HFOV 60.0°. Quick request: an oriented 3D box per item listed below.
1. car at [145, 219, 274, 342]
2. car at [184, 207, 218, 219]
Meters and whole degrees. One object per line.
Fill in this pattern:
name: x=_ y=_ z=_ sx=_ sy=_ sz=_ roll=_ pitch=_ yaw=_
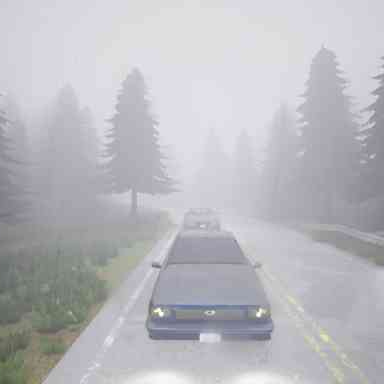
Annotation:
car: x=0.294 y=1.558 z=7.095 sx=2.033 sy=1.411 sz=5.357 roll=0 pitch=0 yaw=1
car: x=0.501 y=1.584 z=19.198 sx=1.994 sy=1.385 sz=4.181 roll=0 pitch=0 yaw=-2
